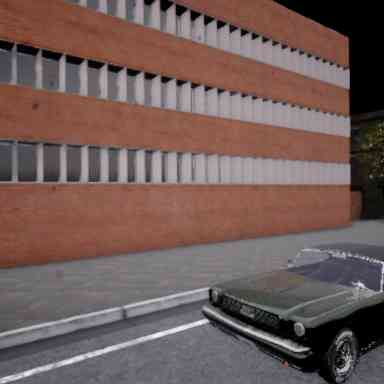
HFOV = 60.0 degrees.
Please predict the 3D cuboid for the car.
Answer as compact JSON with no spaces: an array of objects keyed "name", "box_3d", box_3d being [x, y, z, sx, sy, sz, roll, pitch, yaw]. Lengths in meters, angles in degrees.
[{"name":"car","box_3d":[2.489,1.588,5.467,4.718,1.301,1.895,0,0,-36]}]
